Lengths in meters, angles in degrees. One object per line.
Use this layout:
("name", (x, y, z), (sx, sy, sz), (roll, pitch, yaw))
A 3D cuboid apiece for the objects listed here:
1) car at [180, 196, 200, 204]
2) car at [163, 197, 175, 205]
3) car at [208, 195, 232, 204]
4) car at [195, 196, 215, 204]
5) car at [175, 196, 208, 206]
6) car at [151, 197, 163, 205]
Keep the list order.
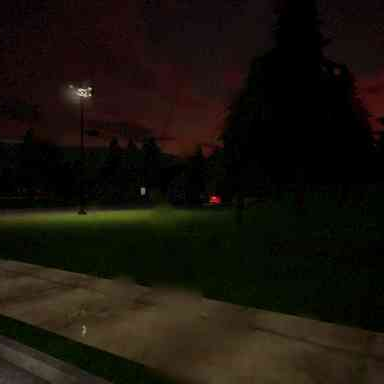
("car", (-0.395, 1.525, 66.196), (1.812, 1.442, 4.674), (0, 0, 33))
("car", (-2.423, 1.564, 56.562), (1.994, 1.385, 4.181), (0, 0, 34))
("car", (5.486, 1.221, 62.399), (2.150, 2.045, 5.566), (0, 0, 33))
("car", (2.538, 1.526, 64.285), (1.812, 1.442, 4.674), (0, 0, 33))
("car", (0.019, 1.491, 53.912), (2.128, 1.511, 4.902), (0, 0, 34))
("car", (-5.353, 1.564, 58.475), (1.994, 1.385, 4.181), (0, 0, 34))
